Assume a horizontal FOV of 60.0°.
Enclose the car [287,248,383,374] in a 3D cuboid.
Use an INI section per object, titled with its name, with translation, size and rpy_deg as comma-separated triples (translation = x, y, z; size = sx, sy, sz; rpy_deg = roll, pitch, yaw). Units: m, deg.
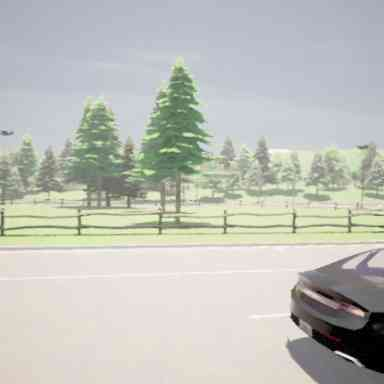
[car]
translation = 3.851, 1.572, 4.774
size = 4.902, 1.511, 2.128
rpy_deg = 1, 0, -11
